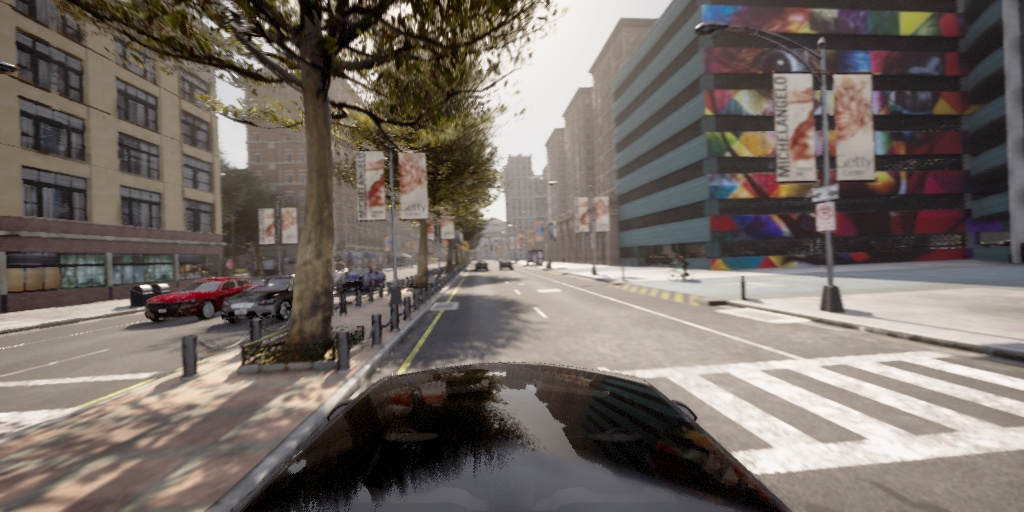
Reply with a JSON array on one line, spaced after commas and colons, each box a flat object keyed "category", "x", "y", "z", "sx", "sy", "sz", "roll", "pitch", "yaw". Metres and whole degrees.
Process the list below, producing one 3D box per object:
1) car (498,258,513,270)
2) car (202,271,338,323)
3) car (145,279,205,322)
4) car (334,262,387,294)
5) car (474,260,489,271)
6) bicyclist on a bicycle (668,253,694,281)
[{"category": "car", "x": -0.967, "y": 1.250, "z": 52.961, "sx": 1.837, "sy": 1.490, "sz": 4.892, "roll": -2, "pitch": 0, "yaw": -5}, {"category": "car", "x": -9.088, "y": 1.572, "z": 14.151, "sx": 2.128, "sy": 1.511, "sz": 4.902, "roll": -2, "pitch": 0, "yaw": -5}, {"category": "car", "x": -12.703, "y": 1.692, "z": 15.262, "sx": 1.882, "sy": 1.535, "sz": 5.008, "roll": -2, "pitch": 0, "yaw": -5}, {"category": "car", "x": -10.004, "y": 1.458, "z": 24.176, "sx": 2.097, "sy": 1.767, "sz": 4.553, "roll": -2, "pitch": 0, "yaw": -5}, {"category": "car", "x": -4.343, "y": 1.376, "z": 51.356, "sx": 1.837, "sy": 1.490, "sz": 4.892, "roll": -2, "pitch": 0, "yaw": -5}, {"category": "bicyclist on a bicycle", "x": 9.826, "y": 0.666, "z": 20.892, "sx": 1.656, "sy": 1.620, "sz": 0.582, "roll": -2, "pitch": 0, "yaw": -5}]
